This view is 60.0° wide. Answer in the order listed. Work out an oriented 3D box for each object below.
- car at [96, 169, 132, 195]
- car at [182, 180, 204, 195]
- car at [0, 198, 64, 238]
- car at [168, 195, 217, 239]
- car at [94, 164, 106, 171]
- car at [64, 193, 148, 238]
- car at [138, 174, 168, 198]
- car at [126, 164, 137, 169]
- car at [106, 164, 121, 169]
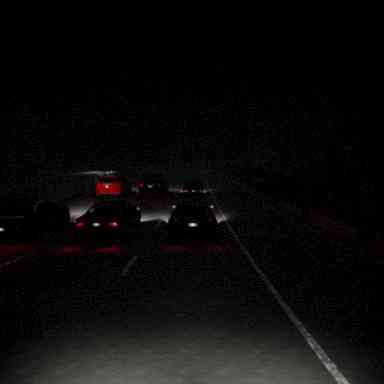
[{"bbox_3d":[-6.879,-0.641,29.601,2.150,2.045,5.566,0,7,0],"label":"car"},{"bbox_3d":[0.119,-0.318,29.422,2.033,1.411,5.357,0,6,0],"label":"car"},{"bbox_3d":[-6.961,1.005,14.607,2.128,1.511,4.902,0,4,0],"label":"car"},{"bbox_3d":[0.039,1.083,14.570,1.994,1.385,4.181,0,4,0],"label":"car"},{"bbox_3d":[-20.629,-5.538,74.913,2.128,1.511,4.902,0,7,0],"label":"car"},{"bbox_3d":[-3.461,1.073,14.588,2.033,1.411,5.357,0,4,0],"label":"car"},{"bbox_3d":[-3.379,-0.641,29.582,2.150,2.045,5.566,0,7,0],"label":"car"},{"bbox_3d":[-13.629,-5.511,74.877,1.994,1.385,4.181,0,7,0],"label":"car"},{"bbox_3d":[-17.129,-5.538,74.894,2.128,1.511,4.902,0,7,0],"label":"car"}]
